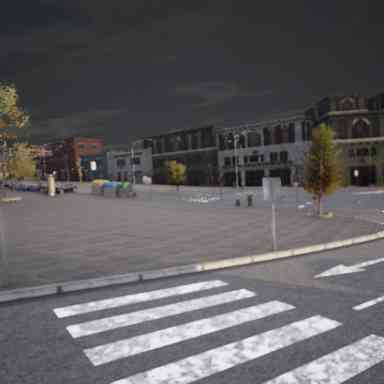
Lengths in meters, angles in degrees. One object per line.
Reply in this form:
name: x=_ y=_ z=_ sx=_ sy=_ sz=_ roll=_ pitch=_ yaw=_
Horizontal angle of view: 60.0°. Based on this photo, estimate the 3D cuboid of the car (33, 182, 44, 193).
car: x=-22.033 y=-0.669 z=52.637 sx=2.231 sy=1.521 sz=4.892 roll=1 pitch=6 yaw=17

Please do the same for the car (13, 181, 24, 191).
car: x=-26.842 y=-0.937 z=56.059 sx=2.097 sy=1.535 sz=5.008 roll=1 pitch=6 yaw=15

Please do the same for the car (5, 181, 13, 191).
car: x=-29.283 y=-1.186 z=57.691 sx=2.185 sy=1.767 sz=4.553 roll=0 pitch=6 yaw=15

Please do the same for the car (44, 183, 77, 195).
car: x=-19.665 y=-0.498 z=50.858 sx=2.163 sy=1.488 sz=4.792 roll=1 pitch=6 yaw=17

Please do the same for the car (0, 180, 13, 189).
car: x=-36.642 y=-1.430 z=62.637 sx=2.231 sy=1.521 sz=4.892 roll=1 pitch=5 yaw=13

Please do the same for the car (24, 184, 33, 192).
car: x=-24.438 y=-0.764 z=54.358 sx=2.002 sy=1.452 sz=4.674 roll=1 pitch=6 yaw=16

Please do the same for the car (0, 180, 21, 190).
car: x=-34.166 y=-1.311 z=61.025 sx=2.231 sy=1.521 sz=4.892 roll=1 pitch=6 yaw=14
